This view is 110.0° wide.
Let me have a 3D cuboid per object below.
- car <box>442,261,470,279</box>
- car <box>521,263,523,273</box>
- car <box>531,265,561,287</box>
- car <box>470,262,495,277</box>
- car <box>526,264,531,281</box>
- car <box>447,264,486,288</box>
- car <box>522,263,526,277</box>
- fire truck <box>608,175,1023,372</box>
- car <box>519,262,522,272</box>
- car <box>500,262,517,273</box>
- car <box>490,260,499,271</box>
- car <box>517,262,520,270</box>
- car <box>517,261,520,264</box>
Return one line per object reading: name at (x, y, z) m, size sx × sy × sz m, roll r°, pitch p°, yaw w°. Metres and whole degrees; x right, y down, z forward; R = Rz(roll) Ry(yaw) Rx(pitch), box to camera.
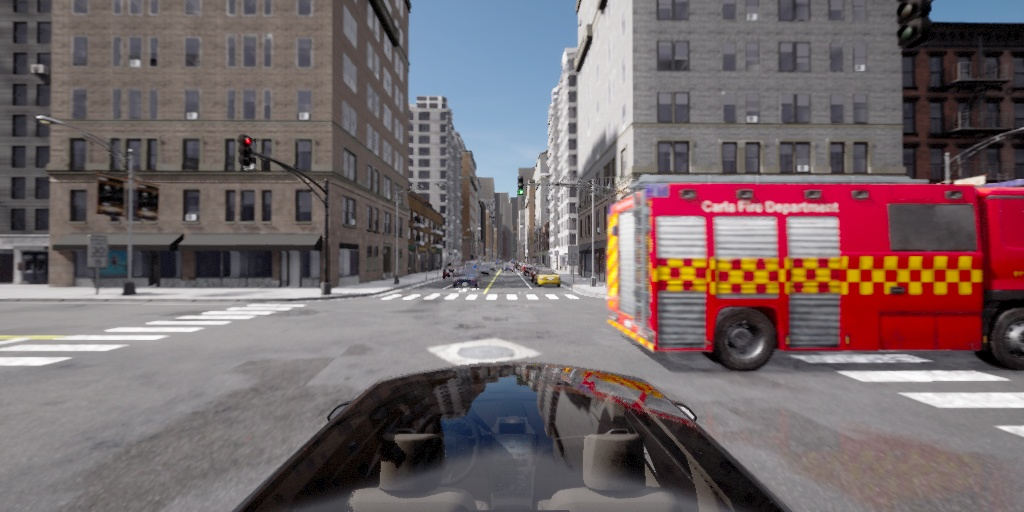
car at (-6.035, 1.462, 37.879) m, size 2.192 × 1.841 × 5.009 m, roll 0°, pitch 0°, yaw -1°
car at (2.412, 1.773, 43.523) m, size 1.948 × 1.339 × 4.313 m, roll 0°, pitch 0°, yaw -1°
car at (2.642, 1.554, 27.118) m, size 1.751 × 1.417 × 4.829 m, roll 0°, pitch 0°, yaw -1°
car at (-3.523, 1.755, 43.555) m, size 2.033 × 1.411 × 5.357 m, roll 0°, pitch -1°, yaw -1°
car at (2.567, 1.529, 32.472) m, size 1.967 × 1.591 × 4.097 m, roll 0°, pitch 0°, yaw -1°
car at (-3.313, 1.579, 27.184) m, size 2.033 × 1.411 × 5.357 m, roll 0°, pitch -1°, yaw -1°
car at (2.489, 1.699, 37.998) m, size 2.007 × 1.370 × 4.403 m, roll 0°, pitch 0°, yaw -1°
fire truck at (6.525, 0.166, 7.711) m, size 8.468 × 3.827 × 2.891 m, roll 0°, pitch -1°, yaw -1°
car at (2.335, 1.811, 49.049) m, size 1.888 × 1.381 × 4.507 m, roll 0°, pitch 0°, yaw -1°
car at (-0.622, 1.939, 56.092) m, size 1.895 × 1.301 × 4.718 m, roll 0°, pitch -1°, yaw -1°
car at (-3.696, 1.953, 61.433) m, size 1.837 × 1.490 × 4.892 m, roll 0°, pitch -1°, yaw -1°
car at (2.258, 1.873, 54.573) m, size 2.007 × 1.370 × 4.403 m, roll 0°, pitch 0°, yaw -1°
car at (2.180, 1.962, 60.099) m, size 1.802 × 1.307 × 4.207 m, roll 0°, pitch 0°, yaw -1°
